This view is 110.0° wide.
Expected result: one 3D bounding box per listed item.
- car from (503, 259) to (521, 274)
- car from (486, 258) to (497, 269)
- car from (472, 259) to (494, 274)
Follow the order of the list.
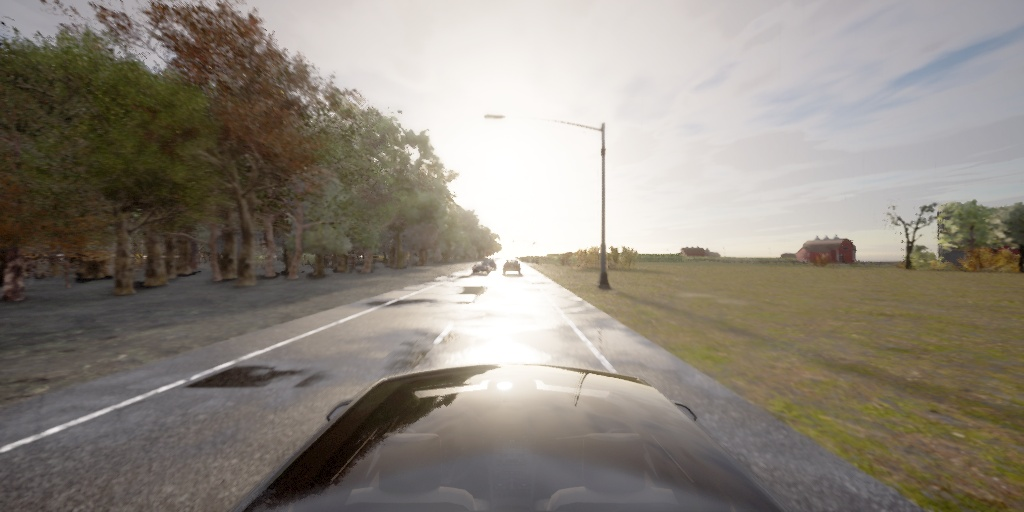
[{"bbox_3d":[-0.001,1.128,41.772,2.097,1.767,4.553,0,0,0],"label":"car"},{"bbox_3d":[-3.469,1.132,56.480,2.097,1.767,4.553,0,0,0],"label":"car"},{"bbox_3d":[-3.502,1.377,41.789,1.895,1.301,4.718,0,0,0],"label":"car"}]
